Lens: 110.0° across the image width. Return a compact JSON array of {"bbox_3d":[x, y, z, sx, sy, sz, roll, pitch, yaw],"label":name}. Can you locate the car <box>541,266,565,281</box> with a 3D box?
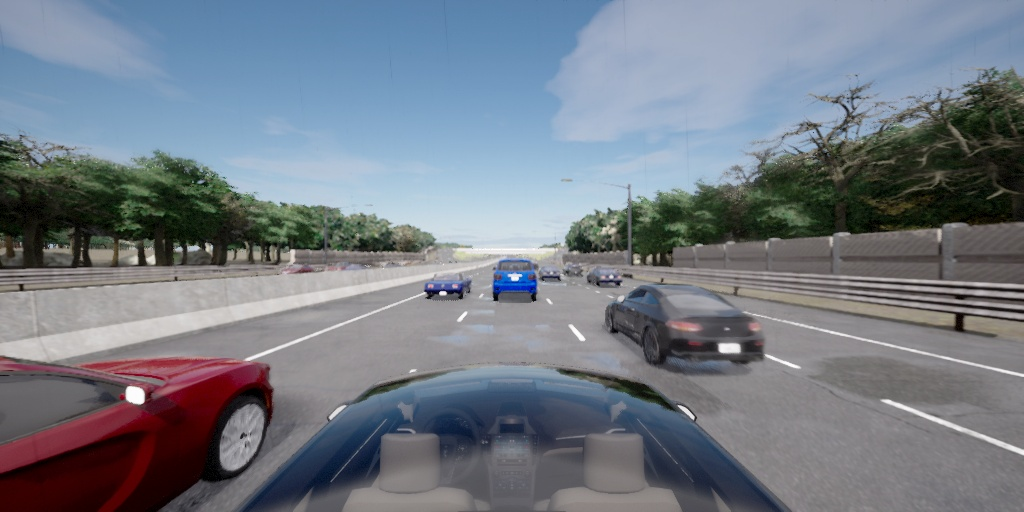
[{"bbox_3d":[3.648,1.669,35.375,2.033,1.411,5.357,0,-1,0],"label":"car"}]

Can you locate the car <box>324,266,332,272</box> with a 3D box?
[{"bbox_3d":[-20.868,1.552,43.618,2.097,1.767,4.553,0,-1,1],"label":"car"}]

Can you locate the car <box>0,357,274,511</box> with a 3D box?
[{"bbox_3d":[-3.399,1.227,1.698,1.882,1.535,5.008,0,-1,0],"label":"car"}]

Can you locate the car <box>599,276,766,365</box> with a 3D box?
[{"bbox_3d":[3.510,1.347,8.078,1.812,1.442,4.674,0,-1,0],"label":"car"}]

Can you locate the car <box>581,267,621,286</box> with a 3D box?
[{"bbox_3d":[7.202,1.596,28.436,2.033,1.411,5.357,0,-1,0],"label":"car"}]

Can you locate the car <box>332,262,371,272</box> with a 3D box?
[{"bbox_3d":[-17.411,1.712,39.931,2.033,1.411,5.357,0,-1,1],"label":"car"}]

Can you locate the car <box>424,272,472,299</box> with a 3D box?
[{"bbox_3d":[-3.349,1.551,19.738,1.895,1.301,4.718,0,-1,0],"label":"car"}]

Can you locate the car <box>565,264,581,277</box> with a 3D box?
[{"bbox_3d":[7.321,1.698,43.274,2.128,1.511,4.902,0,0,0],"label":"car"}]

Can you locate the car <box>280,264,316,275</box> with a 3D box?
[{"bbox_3d":[-24.394,1.700,41.108,1.812,1.442,4.674,0,-1,1],"label":"car"}]

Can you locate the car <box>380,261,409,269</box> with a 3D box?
[{"bbox_3d":[-13.894,1.685,41.362,1.837,1.490,4.892,0,-1,1],"label":"car"}]

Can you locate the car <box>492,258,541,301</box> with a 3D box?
[{"bbox_3d":[0.148,1.165,19.053,2.150,2.045,5.566,0,-1,0],"label":"car"}]
